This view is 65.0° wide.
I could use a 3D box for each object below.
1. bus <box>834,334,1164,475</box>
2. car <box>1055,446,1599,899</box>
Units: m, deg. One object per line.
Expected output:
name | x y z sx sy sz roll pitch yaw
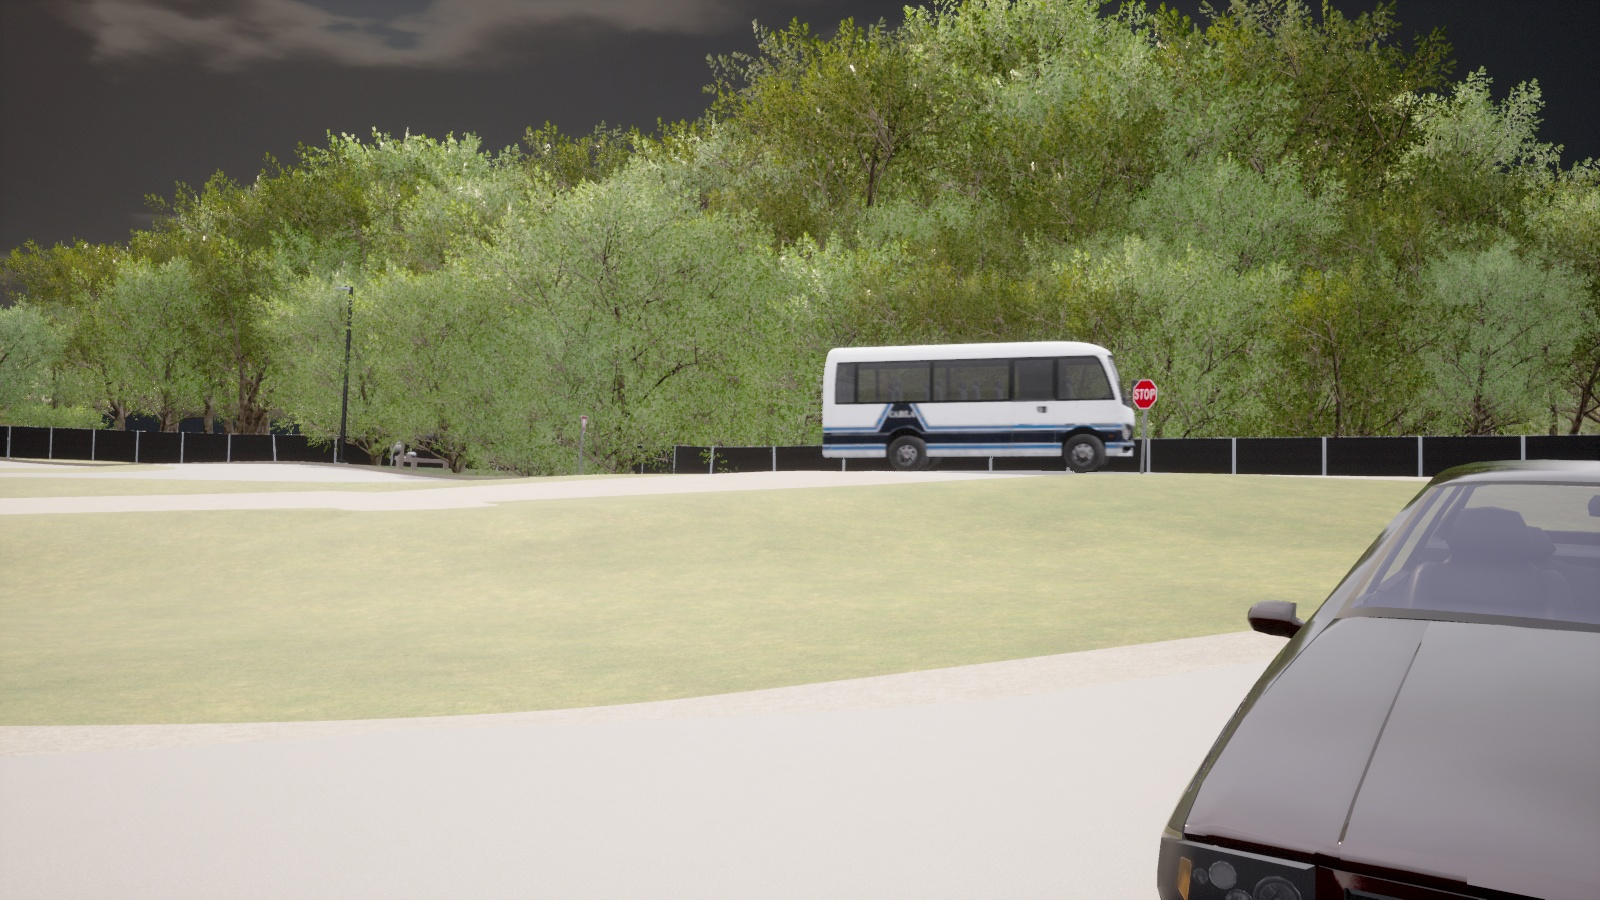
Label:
bus | 6.604 -1.358 41.424 10.273 4.253 3.944 0 0 17
car | 2.823 0.751 4.234 2.033 1.411 5.357 2 2 33
